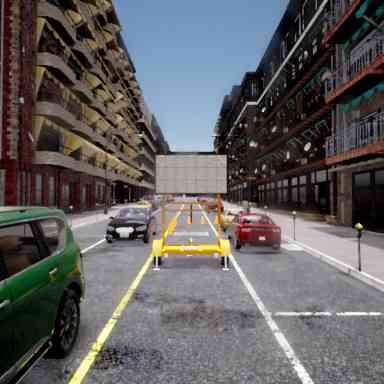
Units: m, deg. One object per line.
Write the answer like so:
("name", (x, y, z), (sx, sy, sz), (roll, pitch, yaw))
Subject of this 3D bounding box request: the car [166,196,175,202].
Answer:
("car", (-5.478, 1.822, 86.281), (1.947, 1.339, 4.313), (1, 0, 0))

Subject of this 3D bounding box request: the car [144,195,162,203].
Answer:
("car", (-5.377, 1.394, 42.038), (2.192, 1.841, 5.009), (2, 0, 0))

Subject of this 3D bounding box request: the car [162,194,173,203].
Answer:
("car", (-5.448, 1.518, 75.219), (2.192, 1.841, 5.009), (1, 0, 0))

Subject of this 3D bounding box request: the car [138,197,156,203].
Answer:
("car", (-5.370, 1.589, 36.336), (1.752, 1.417, 4.829), (2, 0, 0))

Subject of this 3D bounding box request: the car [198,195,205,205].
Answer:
("car", (2.462, 1.678, 58.583), (1.887, 1.381, 4.507), (1, 0, 0))

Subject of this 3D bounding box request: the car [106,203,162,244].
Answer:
("car", (-2.789, 1.511, 16.073), (2.128, 1.511, 4.902), (0, 0, 0))

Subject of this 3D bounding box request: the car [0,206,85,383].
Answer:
("car", (-2.749, 1.224, 3.069), (2.150, 2.045, 5.566), (0, 0, 0))

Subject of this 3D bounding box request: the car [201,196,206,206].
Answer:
("car", (2.497, 1.629, 41.991), (2.008, 1.369, 4.403), (1, 0, 0))

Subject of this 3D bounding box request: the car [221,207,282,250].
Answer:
("car", (2.556, 1.561, 14.337), (1.887, 1.381, 4.507), (1, 0, 0))

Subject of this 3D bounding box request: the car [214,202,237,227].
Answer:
("car", (2.544, 1.551, 20.039), (1.752, 1.417, 4.829), (1, 0, 0))

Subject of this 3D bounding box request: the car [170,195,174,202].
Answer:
("car", (-5.437, 1.494, 69.689), (2.192, 1.841, 5.009), (1, 0, 0))

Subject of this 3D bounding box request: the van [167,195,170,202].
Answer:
("van", (-5.414, 1.475, 58.629), (1.690, 1.788, 3.998), (1, 0, 0))

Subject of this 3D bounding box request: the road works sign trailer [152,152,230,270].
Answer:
("road works sign trailer", (-0.023, 0.475, 10.998), (2.380, 3.560, 2.880), (0, 0, 0))

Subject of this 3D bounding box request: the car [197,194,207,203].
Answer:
("car", (2.386, 1.544, 80.707), (2.192, 1.841, 5.009), (1, 0, 0))

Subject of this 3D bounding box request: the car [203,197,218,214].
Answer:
("car", (2.509, 1.609, 36.460), (1.887, 1.381, 4.507), (1, 0, 0))

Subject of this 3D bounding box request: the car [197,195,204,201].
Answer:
("car", (2.359, 1.726, 91.770), (1.967, 1.590, 4.097), (1, 0, 0))

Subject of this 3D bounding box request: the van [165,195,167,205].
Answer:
("van", (-5.401, 1.454, 53.097), (1.690, 1.788, 3.998), (2, 0, 0))
